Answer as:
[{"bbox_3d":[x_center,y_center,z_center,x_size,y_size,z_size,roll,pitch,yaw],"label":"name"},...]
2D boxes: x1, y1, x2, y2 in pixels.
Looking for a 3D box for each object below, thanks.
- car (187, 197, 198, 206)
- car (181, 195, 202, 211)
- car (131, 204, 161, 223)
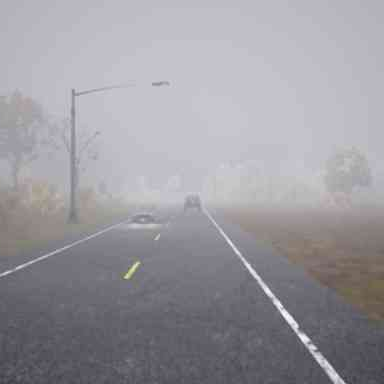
[{"bbox_3d":[0.074,1.728,63.224,1.882,1.535,5.008,0,0,0],"label":"car"},{"bbox_3d":[0.082,1.409,43.659,2.150,2.045,5.566,0,0,0],"label":"car"},{"bbox_3d":[-3.610,1.670,27.189,2.033,1.411,5.357,0,0,0],"label":"car"}]
